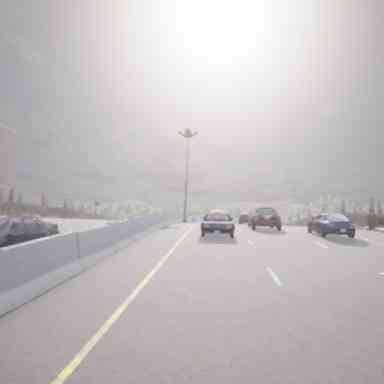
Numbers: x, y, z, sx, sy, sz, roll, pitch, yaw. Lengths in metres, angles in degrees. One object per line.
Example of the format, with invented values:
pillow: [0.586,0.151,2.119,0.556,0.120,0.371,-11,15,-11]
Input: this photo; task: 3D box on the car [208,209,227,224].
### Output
car: [2.881,2.774,37.361,1.882,1.535,5.008,2,-5,4]

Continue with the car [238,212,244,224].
car: [6.622,3.207,40.420,1.882,1.535,5.008,2,-6,4]

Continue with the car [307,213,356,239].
car: [8.628,2.042,20.850,1.812,1.442,4.674,2,-1,4]

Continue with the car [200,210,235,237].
car: [1.547,1.899,20.089,1.895,1.301,4.718,2,-1,4]

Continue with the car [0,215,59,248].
car: [-6.368,1.508,11.168,2.033,1.411,5.357,2,-1,4]

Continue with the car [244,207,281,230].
car: [5.500,1.944,25.707,2.097,1.767,4.553,2,-3,4]
